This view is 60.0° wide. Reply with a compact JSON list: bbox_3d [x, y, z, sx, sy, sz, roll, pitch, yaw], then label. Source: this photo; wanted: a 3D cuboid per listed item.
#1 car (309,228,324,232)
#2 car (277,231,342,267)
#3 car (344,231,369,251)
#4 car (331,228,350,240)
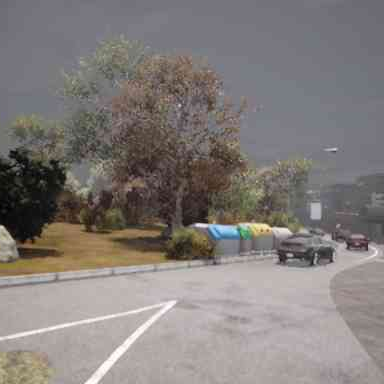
[{"bbox_3d":[24.606,7.851,65.782,2.033,1.411,5.357,0,-2,3],"label":"car"},{"bbox_3d":[6.263,3.074,17.942,1.837,1.490,4.892,-1,-7,39],"label":"car"},{"bbox_3d":[16.693,5.008,33.575,1.882,1.535,5.008,0,-6,27],"label":"car"},{"bbox_3d":[22.839,6.549,51.060,2.150,2.045,5.566,0,-5,13],"label":"car"}]
